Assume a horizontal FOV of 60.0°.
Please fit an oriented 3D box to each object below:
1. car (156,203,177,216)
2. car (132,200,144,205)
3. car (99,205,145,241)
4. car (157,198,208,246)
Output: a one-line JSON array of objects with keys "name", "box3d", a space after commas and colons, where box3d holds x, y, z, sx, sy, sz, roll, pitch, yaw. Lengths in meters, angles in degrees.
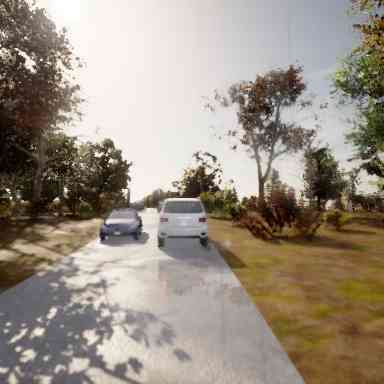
[{"name": "car", "box3d": [-3.065, 1.977, 38.996, 2.033, 1.411, 5.357, 0, -1, -9]}, {"name": "car", "box3d": [-9.308, 2.182, 57.433, 2.097, 1.767, 4.553, 1, -2, -10]}, {"name": "car", "box3d": [-3.581, 1.626, 17.476, 1.812, 1.442, 4.674, 0, -1, -5]}, {"name": "car", "box3d": [-0.511, 1.312, 15.984, 2.150, 2.045, 5.566, 0, -1, -4]}]
